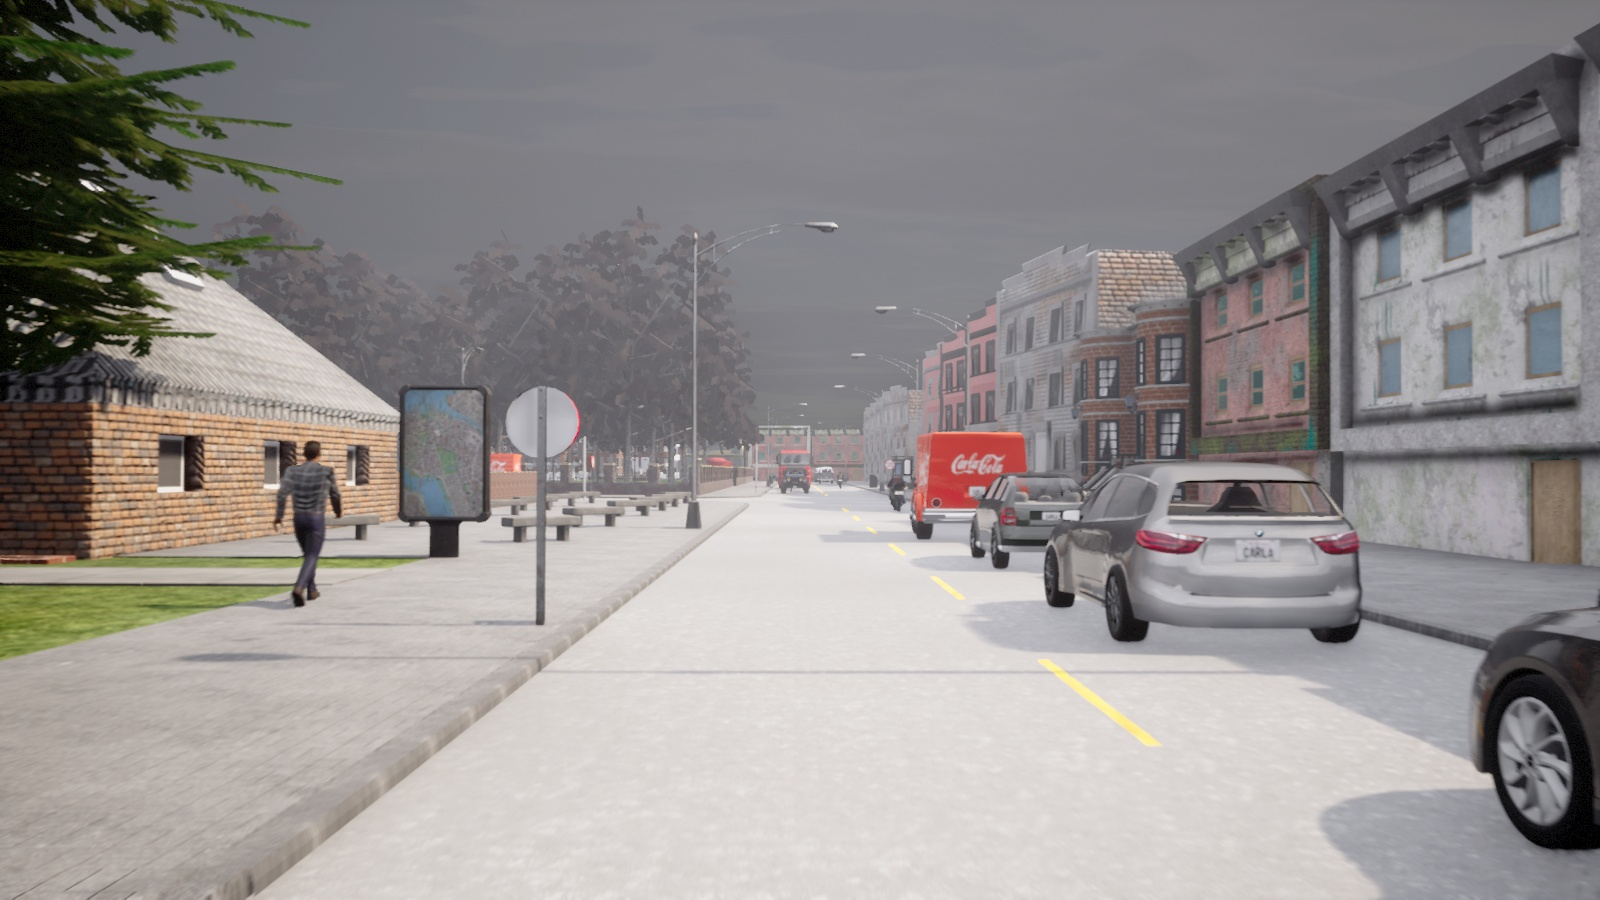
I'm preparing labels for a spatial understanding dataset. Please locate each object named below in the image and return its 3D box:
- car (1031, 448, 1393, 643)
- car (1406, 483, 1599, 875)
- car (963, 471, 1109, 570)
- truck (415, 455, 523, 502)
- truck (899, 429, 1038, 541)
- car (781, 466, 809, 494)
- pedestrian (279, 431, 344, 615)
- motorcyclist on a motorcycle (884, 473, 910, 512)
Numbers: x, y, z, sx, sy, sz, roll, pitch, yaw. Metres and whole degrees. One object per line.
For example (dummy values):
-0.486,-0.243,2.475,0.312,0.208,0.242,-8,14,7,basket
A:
3.968,0.863,13.111,2.242,1.667,4.611,0,-1,0,car
3.996,0.869,3.894,1.837,1.490,4.892,0,-1,0,car
3.947,1.138,21.558,1.789,1.549,3.705,0,-1,0,car
-17.892,1.541,68.194,5.204,2.467,2.627,0,-1,-1,truck
3.924,0.820,30.311,2.627,2.467,5.204,0,-1,0,truck
-0.323,2.078,87.588,1.905,1.878,3.866,0,-1,0,car
-5.326,0.775,13.727,0.423,1.949,0.788,0,-1,-2,pedestrian
3.851,1.670,49.908,0.866,1.530,2.191,0,-1,0,motorcyclist on a motorcycle
